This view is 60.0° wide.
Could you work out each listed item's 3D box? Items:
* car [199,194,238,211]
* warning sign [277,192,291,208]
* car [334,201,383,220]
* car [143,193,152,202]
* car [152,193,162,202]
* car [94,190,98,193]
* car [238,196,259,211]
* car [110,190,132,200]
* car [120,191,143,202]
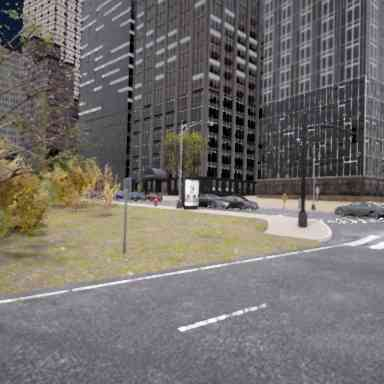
[{"bbox_3d":[1.473,0.910,31.100,2.128,1.511,4.902,3,-1,-40],"label":"car"},{"bbox_3d":[10.982,0.980,39.561,1.300,1.860,1.060,1,-1,-40],"label":"warning sign"},{"bbox_3d":[13.469,1.409,26.155,1.994,1.385,4.181,3,-1,-32],"label":"car"},{"bbox_3d":[-9.083,0.711,53.617,2.128,1.511,4.902,3,-1,-41],"label":"car"},{"bbox_3d":[-6.779,0.857,55.910,1.812,1.442,4.674,3,-1,-41],"label":"car"},{"bbox_3d":[-13.760,0.483,48.951,2.128,1.511,4.902,3,-1,-41],"label":"car"},{"bbox_3d":[4.405,1.073,32.649,1.812,1.442,4.674,3,-1,-40],"label":"car"},{"bbox_3d":[-13.606,0.498,63.405,2.097,1.767,4.553,3,-1,-43],"label":"car"},{"bbox_3d":[-9.790,0.626,49.341,1.882,1.535,5.008,3,-1,-41],"label":"car"}]
